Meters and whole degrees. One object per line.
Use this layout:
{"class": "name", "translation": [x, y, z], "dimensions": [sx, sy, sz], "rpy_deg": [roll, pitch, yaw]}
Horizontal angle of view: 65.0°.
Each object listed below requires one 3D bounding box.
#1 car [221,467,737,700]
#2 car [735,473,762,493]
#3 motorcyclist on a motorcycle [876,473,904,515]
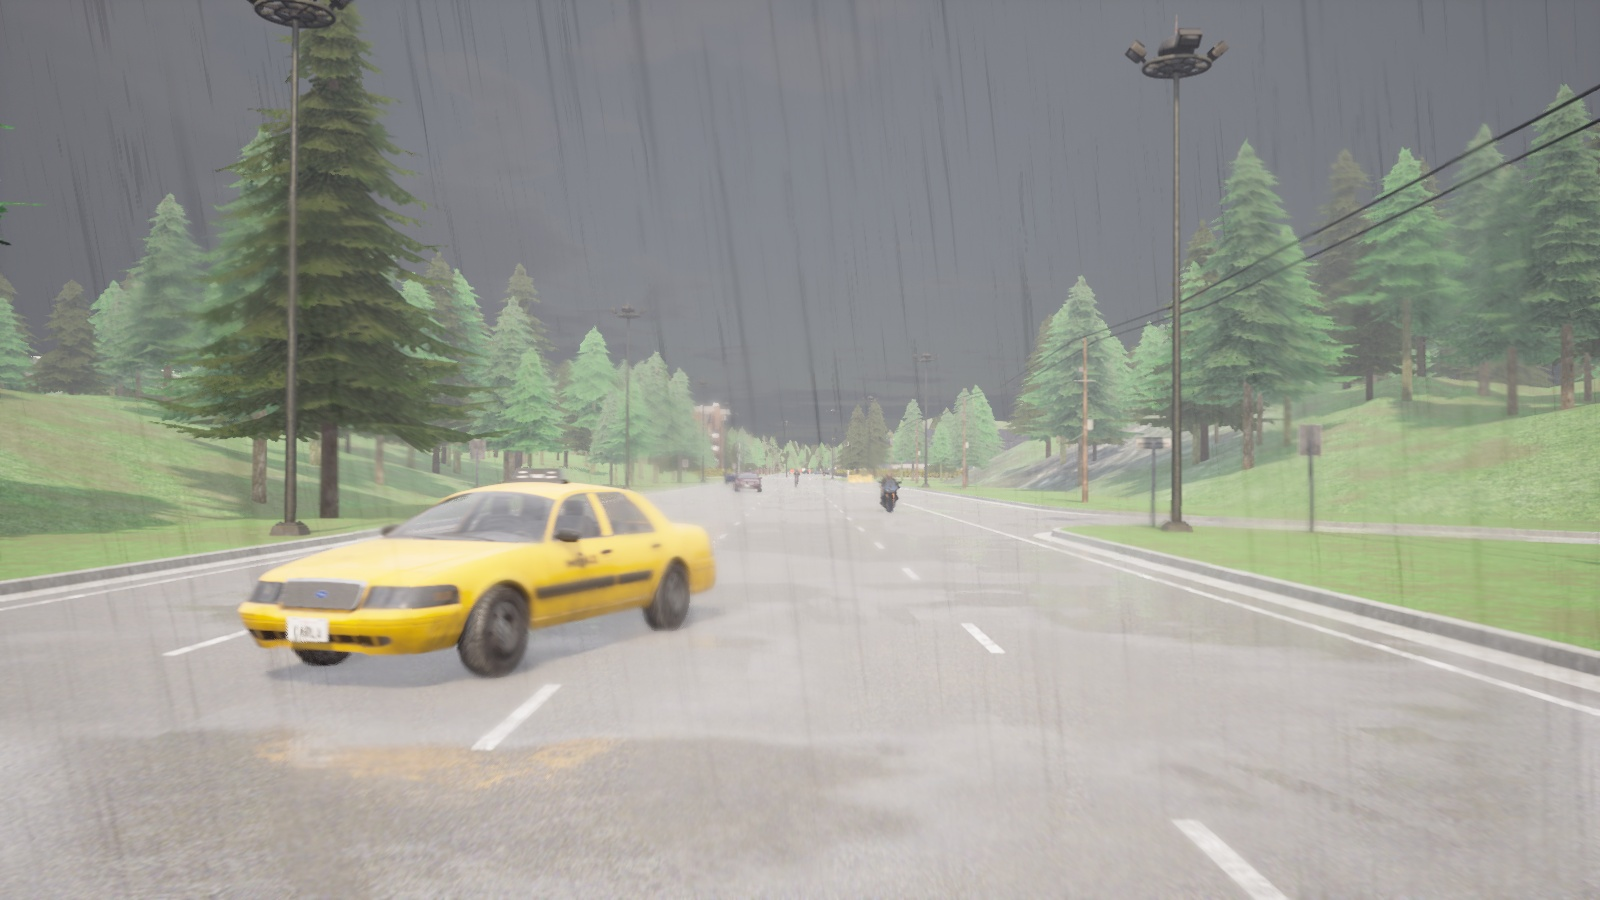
{"class": "car", "translation": [-2.443, 0.953, 11.340], "dimensions": [1.801, 1.575, 5.366], "rpy_deg": [-1, -1, 20]}
{"class": "car", "translation": [-3.721, 2.385, 91.407], "dimensions": [1.812, 1.442, 4.674], "rpy_deg": [0, -1, 0]}
{"class": "motorcyclist on a motorcycle", "translation": [3.385, 1.628, 47.302], "dimensions": [0.866, 1.530, 2.191], "rpy_deg": [0, -1, 0]}
